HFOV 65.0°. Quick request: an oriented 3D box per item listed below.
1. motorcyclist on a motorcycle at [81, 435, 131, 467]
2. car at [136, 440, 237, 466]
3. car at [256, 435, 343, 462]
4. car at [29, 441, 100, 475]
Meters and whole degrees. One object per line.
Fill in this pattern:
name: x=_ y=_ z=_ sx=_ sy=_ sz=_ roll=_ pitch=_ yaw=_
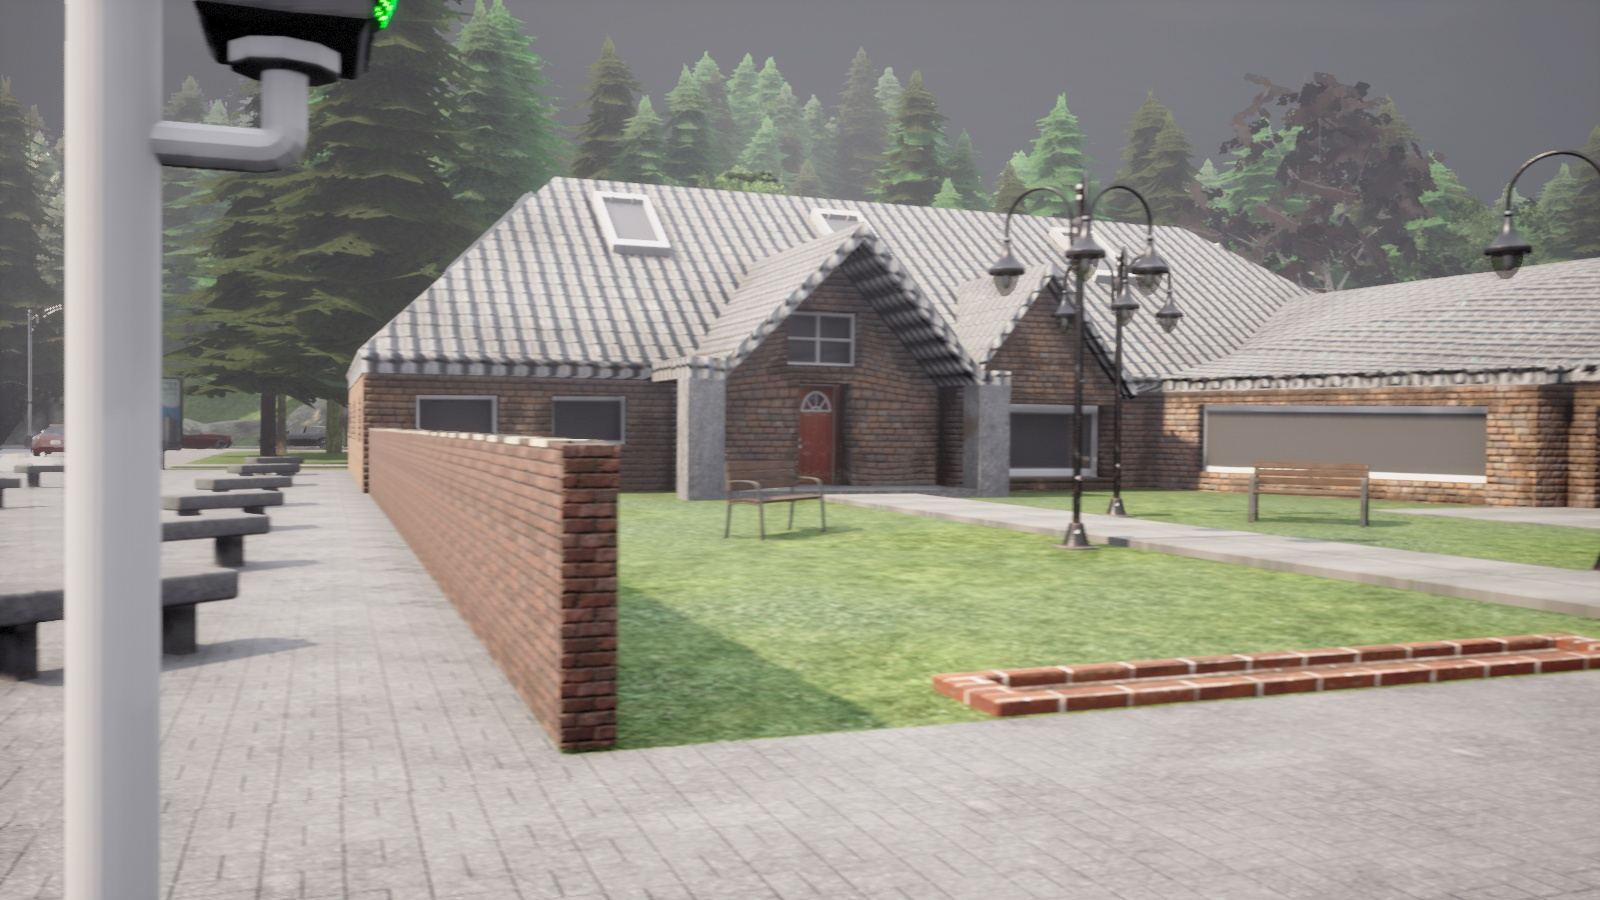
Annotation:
motorcyclist on a motorcycle: x=-38.043 y=0.042 z=68.852 sx=0.766 sy=1.649 sz=2.350 roll=1 pitch=2 yaw=29
car: x=-33.471 y=0.145 z=68.654 sx=1.895 sy=1.301 sz=4.718 roll=0 pitch=1 yaw=28
car: x=-30.167 y=-0.108 z=75.726 sx=4.792 sy=1.488 sz=2.163 roll=-1 pitch=1 yaw=-22
car: x=-32.171 y=0.314 z=55.041 sx=1.994 sy=1.385 sz=4.181 roll=-1 pitch=1 yaw=-21
